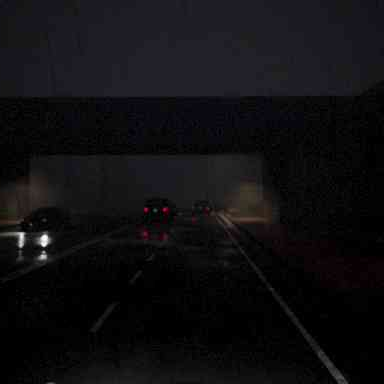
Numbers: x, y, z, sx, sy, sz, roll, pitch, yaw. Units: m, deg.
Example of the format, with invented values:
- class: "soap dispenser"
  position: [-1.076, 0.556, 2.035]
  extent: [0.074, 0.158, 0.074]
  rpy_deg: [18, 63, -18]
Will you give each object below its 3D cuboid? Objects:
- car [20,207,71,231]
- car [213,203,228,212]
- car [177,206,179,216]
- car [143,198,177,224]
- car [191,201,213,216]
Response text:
- class: "car"
  position: [-9.981, 1.782, 23.060]
  extent: [1.812, 1.442, 4.674]
  rpy_deg: [0, -1, 2]
- class: "car"
  position: [3.360, 2.134, 46.470]
  extent: [1.895, 1.301, 4.718]
  rpy_deg: [0, -1, 30]
- class: "car"
  position: [-2.526, 1.991, 37.586]
  extent: [1.994, 1.385, 4.181]
  rpy_deg: [0, -1, 0]
- class: "car"
  position: [-2.750, 1.542, 28.246]
  extent: [2.150, 2.045, 5.566]
  rpy_deg: [0, -1, 1]
- class: "car"
  position: [1.008, 1.782, 37.557]
  extent: [2.097, 1.767, 4.553]
  rpy_deg: [0, -1, 2]
